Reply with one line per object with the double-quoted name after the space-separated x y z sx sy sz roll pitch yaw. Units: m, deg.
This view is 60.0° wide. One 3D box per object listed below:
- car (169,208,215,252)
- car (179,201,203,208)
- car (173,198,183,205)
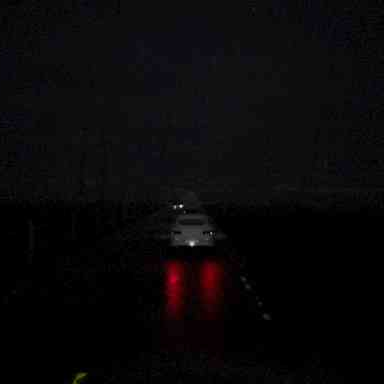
0.004 1.648 14.379 1.812 1.442 4.674 0 0 0 "car"
0.003 1.758 29.369 1.812 1.442 4.674 0 0 0 "car"
-2.754 1.931 67.747 2.033 1.411 5.357 0 0 0 "car"
